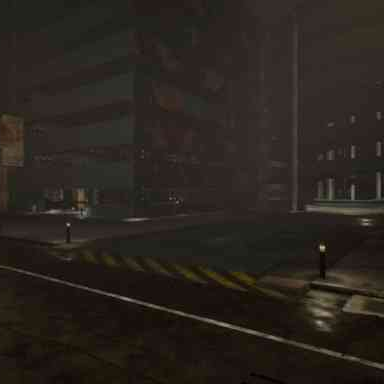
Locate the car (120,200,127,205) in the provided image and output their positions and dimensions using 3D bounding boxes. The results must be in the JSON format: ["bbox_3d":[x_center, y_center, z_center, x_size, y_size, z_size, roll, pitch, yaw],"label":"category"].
[{"bbox_3d":[-8.033,1.463,47.401,4.718,1.301,1.895,0,0,35],"label":"car"}]

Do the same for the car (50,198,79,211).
[{"bbox_3d":[-15.056,1.413,38.158,4.786,1.482,2.161,0,0,35],"label":"car"}]

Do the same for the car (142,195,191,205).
[{"bbox_3d":[-2.712,1.320,34.498,4.674,1.452,2.002,0,0,35],"label":"car"}]

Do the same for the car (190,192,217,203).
[{"bbox_3d":[1.944,1.029,63.001,5.566,2.045,2.435,0,0,35],"label":"car"}]
